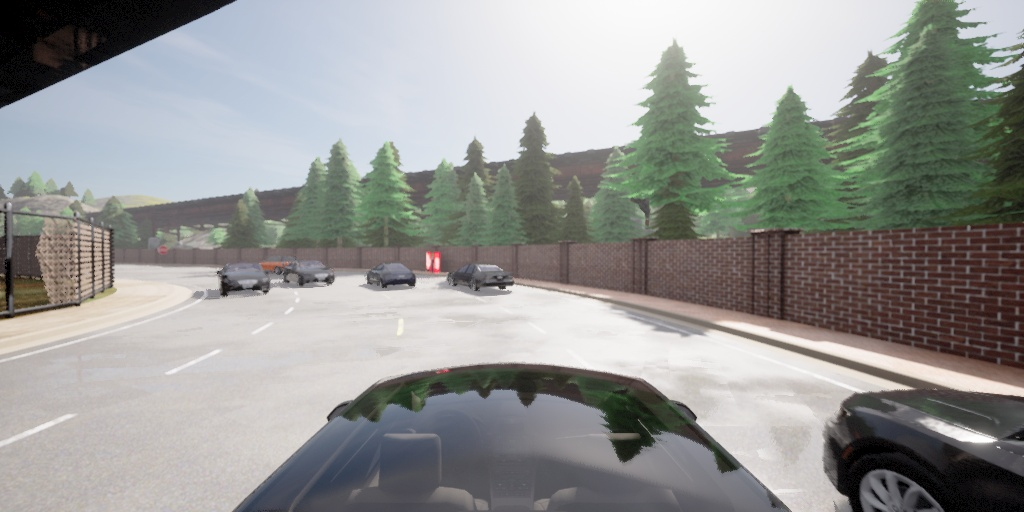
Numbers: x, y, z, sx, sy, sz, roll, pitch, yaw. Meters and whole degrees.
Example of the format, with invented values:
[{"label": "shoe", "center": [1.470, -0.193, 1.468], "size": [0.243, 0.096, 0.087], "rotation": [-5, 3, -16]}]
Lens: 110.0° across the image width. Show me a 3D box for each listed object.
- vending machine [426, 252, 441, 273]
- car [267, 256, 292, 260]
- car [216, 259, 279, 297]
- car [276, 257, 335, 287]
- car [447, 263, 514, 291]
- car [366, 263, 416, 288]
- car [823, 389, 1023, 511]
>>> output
[{"label": "vending machine", "center": [-7.118, 0.614, 32.487], "size": [0.880, 2.100, 1.100], "rotation": [0, 0, 41]}, {"label": "car", "center": [-21.246, 0.771, 32.546], "size": [4.553, 1.767, 2.097], "rotation": [1, 1, 26]}, {"label": "car", "center": [-13.340, 1.066, 17.829], "size": [2.128, 1.511, 4.902], "rotation": [0, 1, -40]}, {"label": "car", "center": [-12.647, 1.019, 22.229], "size": [4.902, 1.511, 2.128], "rotation": [1, 1, 44]}, {"label": "car", "center": [-1.896, 1.100, 20.020], "size": [2.033, 1.411, 5.357], "rotation": [0, 1, -31]}, {"label": "car", "center": [-7.384, 1.098, 21.685], "size": [1.994, 1.385, 4.181], "rotation": [0, 1, -36]}, {"label": "car", "center": [3.352, 1.266, 0.771], "size": [1.837, 1.490, 4.892], "rotation": [1, 1, 0]}]
